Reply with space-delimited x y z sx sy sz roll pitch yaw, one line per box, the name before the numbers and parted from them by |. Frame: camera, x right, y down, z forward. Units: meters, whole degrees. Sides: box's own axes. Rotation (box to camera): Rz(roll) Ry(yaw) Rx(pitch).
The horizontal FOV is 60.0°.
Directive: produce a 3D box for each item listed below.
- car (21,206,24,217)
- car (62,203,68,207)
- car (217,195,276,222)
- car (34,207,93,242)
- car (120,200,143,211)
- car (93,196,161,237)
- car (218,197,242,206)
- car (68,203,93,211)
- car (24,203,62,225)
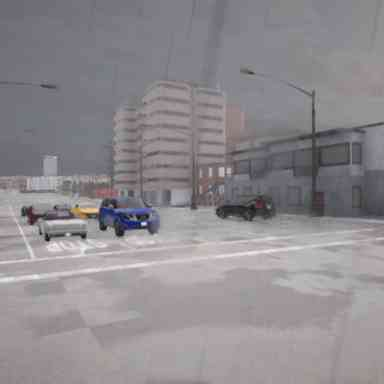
car | -17.779 2.037 36.768 1.895 1.301 4.718 0 -1 -29
car | -15.564 2.024 39.993 1.994 1.385 4.181 0 -1 -29
car | 4.318 1.295 27.207 2.150 2.045 5.566 2 -2 -32
car | -6.691 1.644 17.008 1.895 1.301 4.718 0 -1 -29
car | -9.182 2.045 50.232 1.837 1.490 4.892 0 -1 -29
car | -3.732 1.256 18.886 2.150 2.045 5.566 0 -1 -29
car | 6.217 1.571 54.417 1.970 1.475 3.806 0 -1 -29
car | -8.838 1.659 27.974 1.882 1.535 5.008 0 -1 -29
car | -11.674 1.663 25.883 1.882 1.535 5.008 0 -1 -29
